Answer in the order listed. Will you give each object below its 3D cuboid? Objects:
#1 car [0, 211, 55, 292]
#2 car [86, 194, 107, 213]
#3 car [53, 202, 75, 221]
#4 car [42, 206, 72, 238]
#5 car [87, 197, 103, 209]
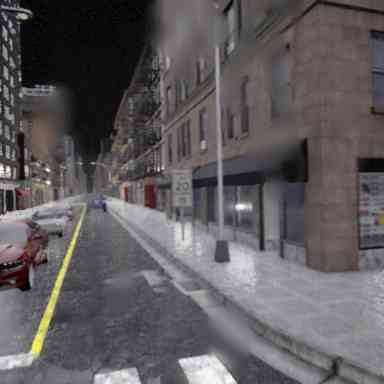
[{"bbox_3d":[-5.082,1.522,9.004,1.882,1.535,5.008,-1,0,-17],"label":"car"},{"bbox_3d":[-10.999,1.250,38.374,2.150,2.045,5.566,-1,0,-16],"label":"car"},{"bbox_3d":[-10.678,1.608,27.432,1.812,1.442,4.674,-1,0,-17],"label":"car"},{"bbox_3d":[-7.788,1.665,17.909,1.895,1.301,4.718,-1,0,-17],"label":"car"},{"bbox_3d":[-14.097,1.525,48.440,2.128,1.511,4.902,-1,1,-17],"label":"car"}]
